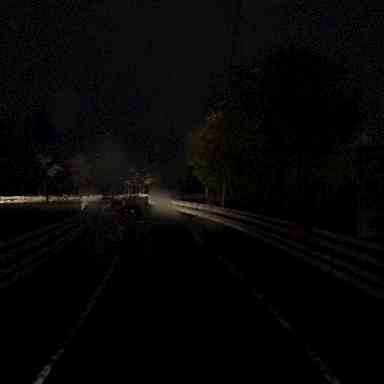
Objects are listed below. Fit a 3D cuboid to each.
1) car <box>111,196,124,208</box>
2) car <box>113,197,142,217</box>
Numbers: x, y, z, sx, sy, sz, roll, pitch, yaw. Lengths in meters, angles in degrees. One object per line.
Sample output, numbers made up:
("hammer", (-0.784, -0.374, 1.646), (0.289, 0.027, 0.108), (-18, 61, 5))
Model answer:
("car", (-9.782, 1.288, 44.762), (2.128, 1.511, 4.902), (0, 1, -10))
("car", (-5.860, 1.452, 30.793), (1.812, 1.442, 4.674), (0, 0, -19))
